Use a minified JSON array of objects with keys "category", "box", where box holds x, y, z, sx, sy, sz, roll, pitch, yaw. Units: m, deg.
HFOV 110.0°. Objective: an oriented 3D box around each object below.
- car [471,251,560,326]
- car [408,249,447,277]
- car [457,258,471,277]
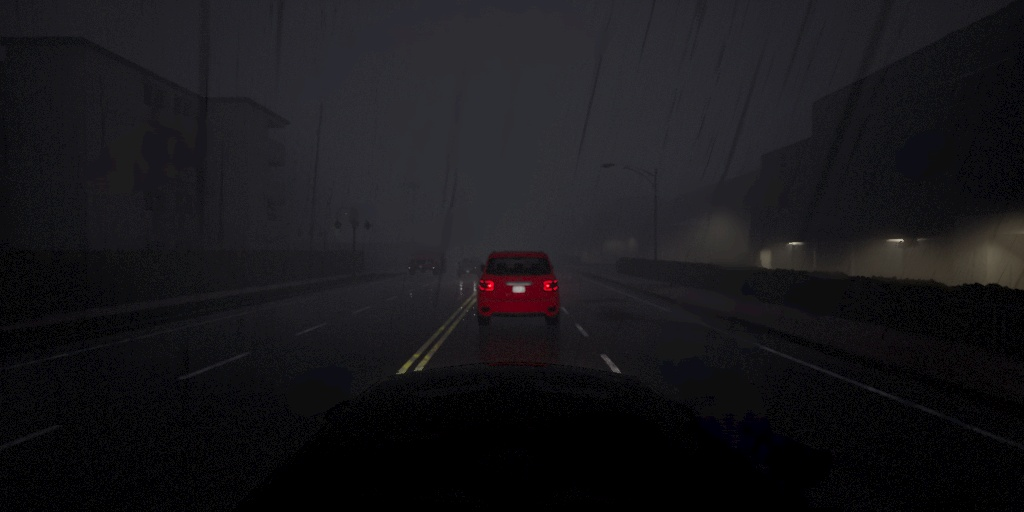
[{"category":"car","box":[0.165,0.848,11.236,2.150,2.045,5.566,0,1,0]},{"category":"car","box":[-6.830,0.418,29.644,2.150,2.045,5.566,0,1,0]},{"category":"car","box":[-3.331,0.886,29.593,2.128,1.511,4.902,0,1,0]}]
